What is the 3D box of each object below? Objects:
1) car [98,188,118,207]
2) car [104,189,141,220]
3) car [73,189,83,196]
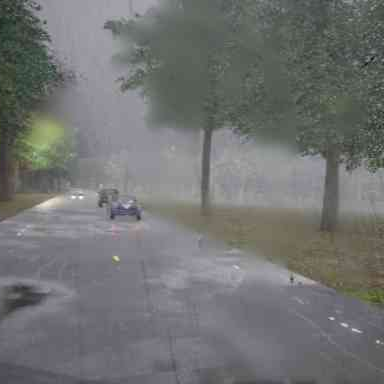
[{"bbox_3d":[-9.159,0.608,36.749,2.150,2.045,5.566,4,0,-18],"label":"car"},{"bbox_3d":[-5.076,0.985,24.536,2.097,1.767,4.553,4,0,-18],"label":"car"},{"bbox_3d":[-23.212,0.145,67.851,1.895,1.301,4.718,4,0,-18],"label":"car"}]
